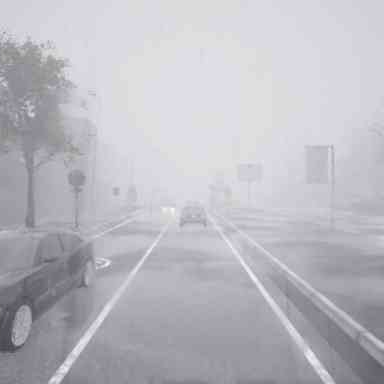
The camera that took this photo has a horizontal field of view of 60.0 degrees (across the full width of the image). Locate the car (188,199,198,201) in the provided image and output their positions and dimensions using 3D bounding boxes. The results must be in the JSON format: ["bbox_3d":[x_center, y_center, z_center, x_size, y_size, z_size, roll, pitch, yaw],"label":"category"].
[{"bbox_3d":[0.092,1.584,41.971,1.994,1.385,4.181,0,0,0],"label":"car"}]

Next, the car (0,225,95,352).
[{"bbox_3d":[-3.351,1.483,6.364,1.882,1.535,5.008,0,0,0],"label":"car"}]

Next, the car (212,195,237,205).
[{"bbox_3d":[6.273,1.562,64.249,4.553,1.767,2.185,0,-1,0],"label":"car"}]

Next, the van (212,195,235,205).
[{"bbox_3d":[6.333,1.528,67.288,4.442,1.987,1.878,0,-1,0],"label":"van"}]

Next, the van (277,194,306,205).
[{"bbox_3d":[18.422,1.405,60.785,4.442,1.987,1.878,0,-1,0],"label":"van"}]

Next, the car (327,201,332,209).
[{"bbox_3d":[18.679,1.517,39.988,4.674,1.452,2.002,0,0,0],"label":"car"}]

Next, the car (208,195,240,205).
[{"bbox_3d":[6.081,1.633,61.328,5.366,1.575,1.946,0,-1,0],"label":"car"}]

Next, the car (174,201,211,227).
[{"bbox_3d":[0.095,1.566,23.105,2.033,1.411,5.357,0,0,0],"label":"car"}]

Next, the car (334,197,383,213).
[{"bbox_3d":[18.750,1.348,36.818,4.553,1.767,2.185,0,0,0],"label":"car"}]

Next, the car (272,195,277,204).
[{"bbox_3d":[18.701,1.677,63.577,5.366,1.575,1.946,0,-1,0],"label":"car"}]

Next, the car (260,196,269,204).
[{"bbox_3d":[18.419,1.617,71.957,5.566,2.045,2.435,0,-2,-1],"label":"car"}]

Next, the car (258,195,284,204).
[{"bbox_3d":[18.349,1.780,77.417,5.566,2.045,2.435,0,-2,-1],"label":"car"}]

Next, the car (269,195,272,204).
[{"bbox_3d":[18.680,1.730,66.237,5.366,1.575,1.946,0,-1,0],"label":"car"}]

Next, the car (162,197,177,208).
[{"bbox_3d":[-3.336,1.529,49.469,2.128,1.511,4.902,0,0,0],"label":"car"}]
